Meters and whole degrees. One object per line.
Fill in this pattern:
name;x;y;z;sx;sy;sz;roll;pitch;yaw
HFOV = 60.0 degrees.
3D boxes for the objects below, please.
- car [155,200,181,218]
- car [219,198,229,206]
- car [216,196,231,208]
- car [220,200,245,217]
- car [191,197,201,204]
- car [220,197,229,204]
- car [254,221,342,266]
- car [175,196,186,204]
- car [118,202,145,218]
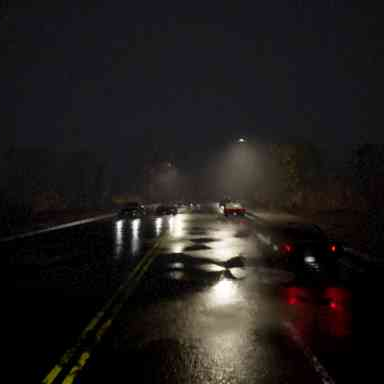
car;-2.508;1.786;33.361;1.994;1.385;4.181;0;0;3
car;6.274;1.872;64.556;1.882;1.535;5.008;0;0;5
car;5.347;1.770;53.671;2.033;1.649;4.856;0;0;4
car;4.230;1.830;34.204;1.895;1.301;4.718;0;0;3
car;0.844;1.868;75.505;1.812;1.442;4.674;0;0;6
car;7.370;1.938;75.425;2.128;1.511;4.902;0;0;6
car;3.478;1.685;11.910;1.895;1.301;4.718;0;0;1
car;-2.619;1.760;73.676;2.097;1.767;4.553;0;0;6
car;-5.810;1.720;32.379;1.837;1.490;4.892;0;0;3
